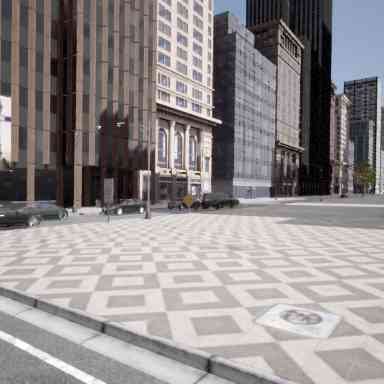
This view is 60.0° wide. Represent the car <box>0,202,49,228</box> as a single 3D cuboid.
[{"bbox_3d":[-11.320,1.501,19.678,1.812,1.442,4.674,1,1,36],"label":"car"}]

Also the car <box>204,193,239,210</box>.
[{"bbox_3d":[3.304,1.100,40.246,2.150,2.045,5.566,1,1,35],"label":"car"}]

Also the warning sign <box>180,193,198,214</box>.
[{"bbox_3d":[-0.258,1.076,30.681,1.300,1.860,1.060,1,1,35],"label":"warning sign"}]

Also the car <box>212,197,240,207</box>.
[{"bbox_3d":[4.954,1.394,48.049,1.895,1.301,4.718,1,1,36],"label":"car"}]

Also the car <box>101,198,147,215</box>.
[{"bbox_3d":[-6.451,1.376,32.002,1.837,1.490,4.892,1,1,35],"label":"car"}]

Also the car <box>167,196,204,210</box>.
[{"bbox_3d":[-1.004,1.339,39.694,1.837,1.490,4.892,1,1,35],"label":"car"}]

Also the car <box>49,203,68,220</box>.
[{"bbox_3d":[-11.463,1.470,24.925,1.994,1.385,4.181,1,1,35],"label":"car"}]
